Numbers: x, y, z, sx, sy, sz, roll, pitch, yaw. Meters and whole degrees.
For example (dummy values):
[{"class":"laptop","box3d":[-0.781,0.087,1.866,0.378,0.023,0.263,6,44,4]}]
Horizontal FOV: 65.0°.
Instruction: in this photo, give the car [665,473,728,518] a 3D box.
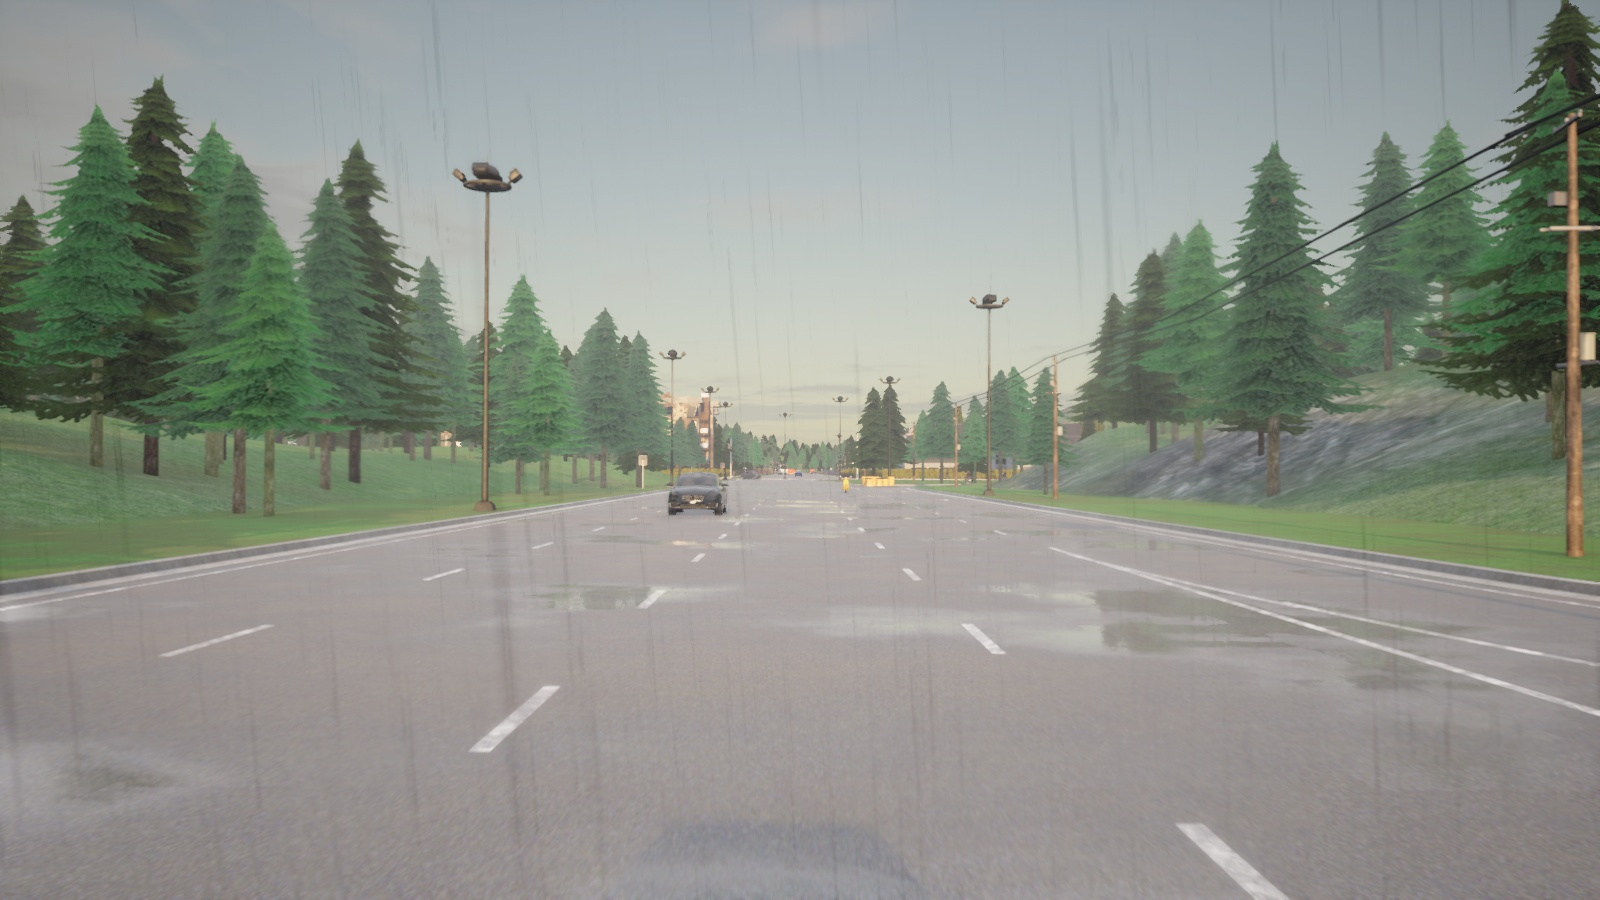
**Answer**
[{"class":"car","box3d":[-3.608,1.582,44.670,1.837,1.490,4.892,0,-1,0]}]
